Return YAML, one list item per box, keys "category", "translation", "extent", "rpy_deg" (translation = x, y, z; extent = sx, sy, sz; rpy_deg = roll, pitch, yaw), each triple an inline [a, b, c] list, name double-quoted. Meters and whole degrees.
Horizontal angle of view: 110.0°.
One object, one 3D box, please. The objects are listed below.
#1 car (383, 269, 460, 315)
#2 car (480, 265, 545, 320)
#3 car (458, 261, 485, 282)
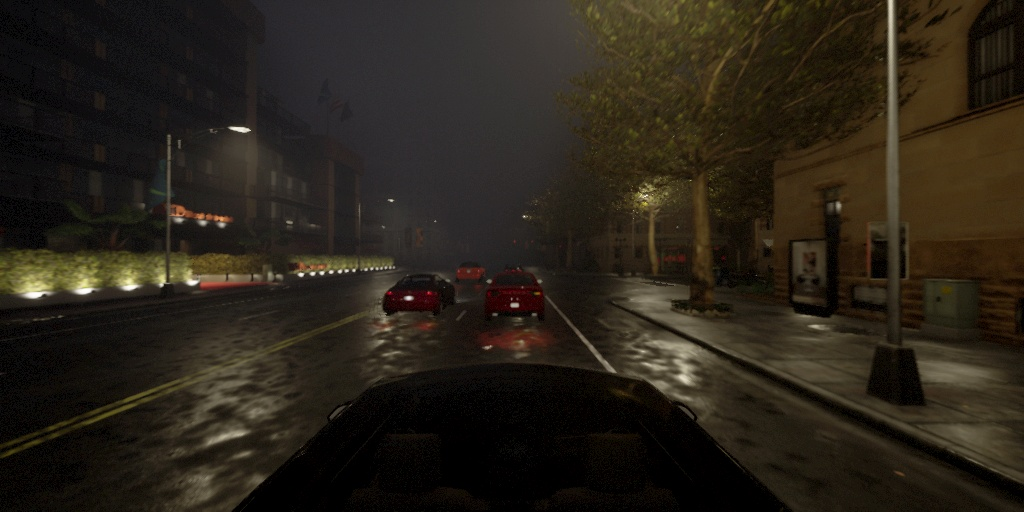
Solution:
- category: "car"
  translation: [-3.409, 1.372, 13.875]
  extent: [1.994, 1.385, 4.181]
  rpy_deg: [0, 0, 0]
- category: "car"
  translation: [0.091, 1.282, 12.929]
  extent: [1.882, 1.535, 5.008]
  rpy_deg: [0, 0, 0]
- category: "car"
  translation: [-3.403, 1.242, 30.356]
  extent: [2.097, 1.767, 4.553]
  rpy_deg: [0, 0, 0]
